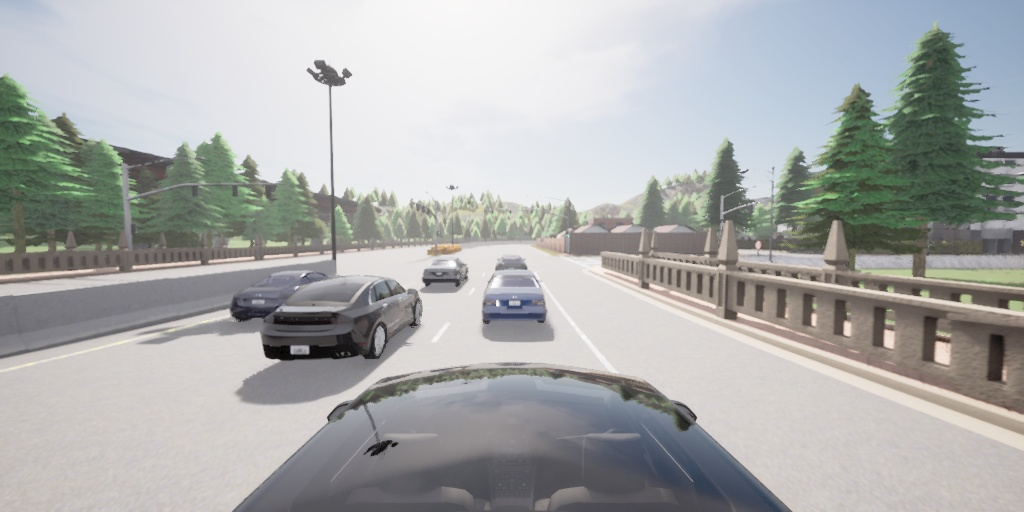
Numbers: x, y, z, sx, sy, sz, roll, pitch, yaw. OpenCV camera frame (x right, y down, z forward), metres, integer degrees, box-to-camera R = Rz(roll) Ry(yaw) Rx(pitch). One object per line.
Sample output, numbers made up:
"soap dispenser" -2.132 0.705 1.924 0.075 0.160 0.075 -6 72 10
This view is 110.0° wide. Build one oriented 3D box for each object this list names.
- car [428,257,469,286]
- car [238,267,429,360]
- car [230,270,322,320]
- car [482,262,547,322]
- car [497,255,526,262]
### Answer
"car" -3.518 0.767 19.597 2.033 1.411 5.357 0 3 -1
"car" -3.439 1.199 8.195 1.837 1.490 4.892 0 2 0
"car" -6.964 1.149 11.822 1.994 1.385 4.181 0 2 0
"car" 0.043 1.139 11.592 2.033 1.411 5.357 0 2 0
"car" -0.040 0.613 23.167 1.994 1.385 4.181 0 3 0
